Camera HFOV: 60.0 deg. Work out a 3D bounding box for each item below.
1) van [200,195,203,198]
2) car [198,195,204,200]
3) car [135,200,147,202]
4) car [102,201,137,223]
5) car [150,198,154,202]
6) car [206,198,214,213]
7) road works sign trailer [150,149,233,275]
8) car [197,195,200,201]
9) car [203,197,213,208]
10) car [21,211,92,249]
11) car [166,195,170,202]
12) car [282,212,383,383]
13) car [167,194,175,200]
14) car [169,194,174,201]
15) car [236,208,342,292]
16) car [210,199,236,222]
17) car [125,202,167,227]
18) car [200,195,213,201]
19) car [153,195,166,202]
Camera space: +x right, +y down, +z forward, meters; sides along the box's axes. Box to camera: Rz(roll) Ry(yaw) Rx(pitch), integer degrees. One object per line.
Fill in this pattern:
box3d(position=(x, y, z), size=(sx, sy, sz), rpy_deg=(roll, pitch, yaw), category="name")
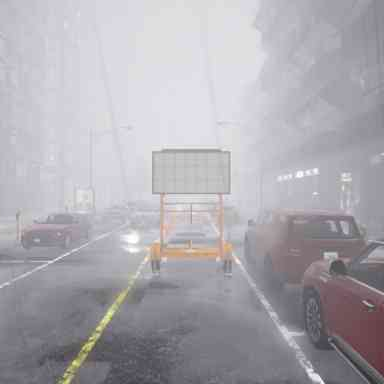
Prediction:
box3d(position=(2.591, 1.329, 54.086), size=(1.690, 1.788, 3.998), rpy_deg=(1, 0, 0), category="van")
box3d(position=(2.506, 1.531, 93.683), size=(1.802, 1.307, 4.206), rpy_deg=(1, 0, 0), category="car")
box3d(position=(-5.746, 1.546, 31.475), size=(1.887, 1.381, 4.507), rpy_deg=(1, 0, 0), category="car")
box3d(position=(-5.734, 1.584, 25.818), size=(1.802, 1.307, 4.206), rpy_deg=(1, 0, 0), category="car")
box3d(position=(-5.757, 1.564, 37.132), size=(1.947, 1.339, 4.313), rpy_deg=(1, 0, 0), category="car")
box3d(position=(2.635, 1.567, 31.459), size=(1.947, 1.339, 4.313), rpy_deg=(1, 0, 0), category="car")
box3d(position=(-0.021, 0.467, 10.391), size=(2.380, 3.560, 2.880), rpy_deg=(0, 0, 0), category="road works sign trailer")
box3d(position=(2.541, 1.551, 76.712), size=(1.802, 1.307, 4.206), rpy_deg=(1, 0, 0), category="car")
box3d(position=(2.623, 1.549, 37.116), size=(2.008, 1.369, 4.403), rpy_deg=(1, 0, 0), category="car")
box3d(position=(-5.710, 1.548, 14.505), size=(1.887, 1.381, 4.507), rpy_deg=(1, 0, 0), category="car")
box3d(position=(-5.816, 1.562, 65.417), size=(1.802, 1.307, 4.206), rpy_deg=(1, 0, 0), category="car")
box3d(position=(2.696, 1.316, 3.175), size=(2.192, 1.841, 5.009), rpy_deg=(1, 0, 0), category="car")
box3d(position=(-5.872, 1.389, 93.701), size=(1.967, 1.590, 4.097), rpy_deg=(1, 0, 0), category="car")
box3d(position=(-5.837, 1.409, 76.730), size=(1.967, 1.590, 4.097), rpy_deg=(1, 0, 0), category="car")
box3d(position=(2.685, 1.317, 8.833), size=(2.192, 1.841, 5.009), rpy_deg=(1, 0, 0), category="car")
box3d(position=(2.647, 1.528, 25.972), size=(1.752, 1.417, 4.829), rpy_deg=(1, 0, 0), category="car")
box3d(position=(-3.047, 1.604, 23.088), size=(1.895, 1.301, 4.718), rpy_deg=(0, 0, 0), category="car")
box3d(position=(2.600, 1.557, 48.429), size=(1.947, 1.339, 4.313), rpy_deg=(1, 0, 0), category="car")
box3d(position=(-5.791, 1.428, 54.104), size=(1.967, 1.590, 4.097), rpy_deg=(1, 0, 0), category="car")
